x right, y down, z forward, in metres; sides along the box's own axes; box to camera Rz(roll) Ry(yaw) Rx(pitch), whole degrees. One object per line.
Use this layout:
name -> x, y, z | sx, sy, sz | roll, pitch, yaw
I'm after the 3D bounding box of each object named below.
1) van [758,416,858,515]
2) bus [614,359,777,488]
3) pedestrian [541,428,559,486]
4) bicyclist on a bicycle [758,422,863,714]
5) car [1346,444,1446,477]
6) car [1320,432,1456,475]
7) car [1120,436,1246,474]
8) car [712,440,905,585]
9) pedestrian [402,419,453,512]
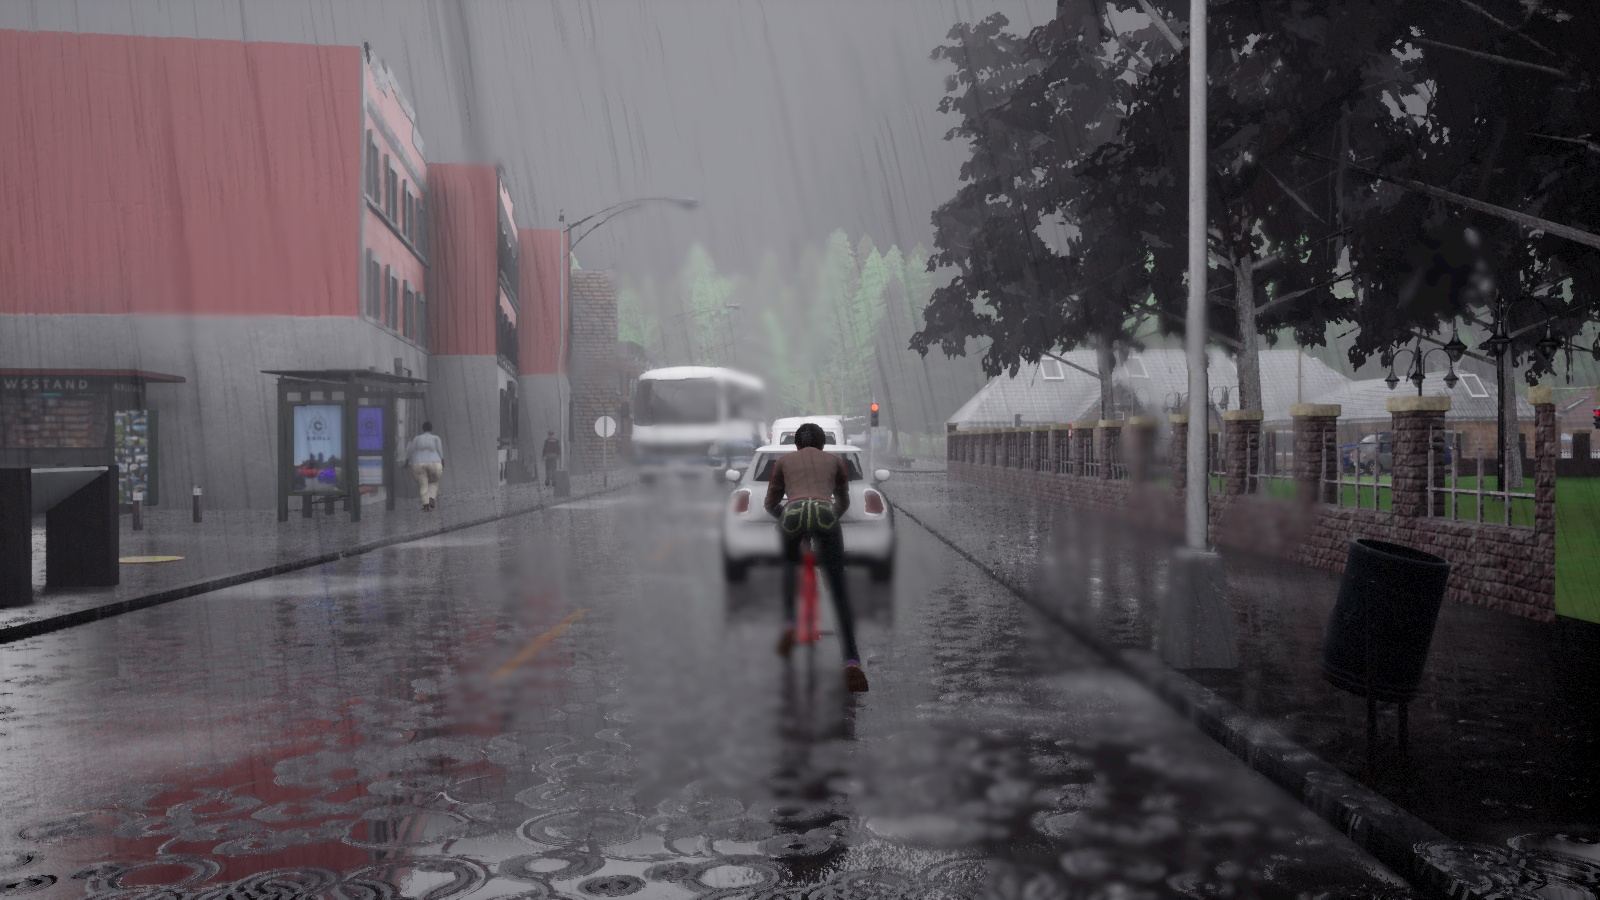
van -> 0.184, 0.311, 28.196 | 2.069, 2.038, 4.480 | 0, 0, 1
bus -> -3.614, -0.899, 47.090 | 3.944, 4.253, 10.273 | 0, 0, 8
pedestrian -> -8.023, 0.222, 40.341 | 0.376, 1.854, 0.720 | 0, 0, -28
bicyclist on a bicycle -> 0.062, 0.655, 7.794 | 0.582, 1.620, 1.656 | 0, 0, 0
car -> 26.893, 0.462, 56.757 | 3.633, 1.501, 1.845 | 0, 0, -1
car -> 28.414, 0.145, 60.798 | 5.566, 2.045, 2.150 | 0, 0, 0
car -> 17.275, 0.218, 56.805 | 5.027, 1.651, 2.152 | 0, 0, -1
car -> 0.104, 0.629, 14.715 | 1.970, 1.475, 3.806 | 0, 0, 0
pedestrian -> -7.516, 0.306, 25.390 | 0.874, 1.855, 0.900 | 0, 0, -8
